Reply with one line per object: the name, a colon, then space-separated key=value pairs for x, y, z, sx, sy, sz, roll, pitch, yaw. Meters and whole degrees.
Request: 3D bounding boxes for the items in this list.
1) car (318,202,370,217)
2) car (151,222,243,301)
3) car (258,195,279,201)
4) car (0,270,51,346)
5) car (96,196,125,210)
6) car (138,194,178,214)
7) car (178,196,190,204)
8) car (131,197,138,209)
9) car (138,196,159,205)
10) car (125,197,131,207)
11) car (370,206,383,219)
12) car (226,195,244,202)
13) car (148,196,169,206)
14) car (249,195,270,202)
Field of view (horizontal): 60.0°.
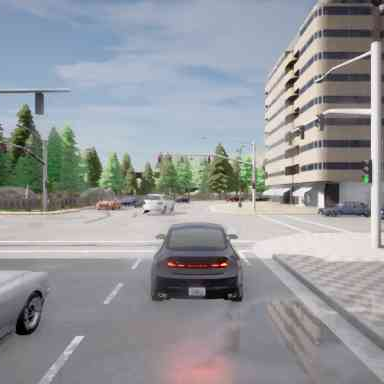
car: x=14.607 y=1.603 z=30.949 sx=5.357 sy=1.411 sz=2.033 roll=0 pitch=0 yaw=0
car: x=0.117 y=1.505 z=8.282 sx=1.837 sy=1.490 sz=4.892 roll=0 pitch=0 yaw=1
car: x=18.524 y=1.500 z=80.512 sx=4.892 sy=1.490 sz=1.837 roll=0 pitch=0 yaw=-22
car: x=-3.426 y=1.601 z=3.762 sx=1.895 sy=1.301 sz=4.718 roll=0 pitch=0 yaw=0
car: x=-10.396 y=1.352 z=41.818 sx=2.097 sy=1.767 sz=4.553 roll=0 pitch=0 yaw=2
car: x=-3.497 y=1.233 z=35.485 sx=2.150 sy=2.045 sz=5.566 roll=1 pitch=1 yaw=11
car: x=-2.197 y=1.478 z=65.331 sx=1.882 sy=1.535 sz=5.008 roll=0 pitch=0 yaw=28
car: x=-6.739 y=1.564 z=46.042 sx=1.994 sy=1.385 sz=4.181 roll=0 pitch=0 yaw=0
car: x=-7.821 y=1.505 z=60.748 sx=1.837 sy=1.490 sz=4.892 roll=0 pitch=0 yaw=19
car: x=-9.864 y=1.478 z=51.029 sx=1.882 sy=1.535 sz=5.008 roll=0 pitch=0 yaw=7
car: x=17.703 y=1.581 z=27.439 sx=4.674 sy=1.442 sz=1.812 roll=0 pitch=0 yaw=0
car: x=9.726 y=1.478 z=74.998 sx=5.008 sy=1.535 sz=1.882 roll=0 pitch=0 yaw=-41
car: x=-5.630 y=1.478 z=55.848 sx=1.882 sy=1.535 sz=5.008 roll=0 pitch=0 yaw=14
car: x=15.199 y=1.595 z=74.726 sx=4.718 sy=1.301 sz=1.895 roll=0 pitch=0 yaw=-33
